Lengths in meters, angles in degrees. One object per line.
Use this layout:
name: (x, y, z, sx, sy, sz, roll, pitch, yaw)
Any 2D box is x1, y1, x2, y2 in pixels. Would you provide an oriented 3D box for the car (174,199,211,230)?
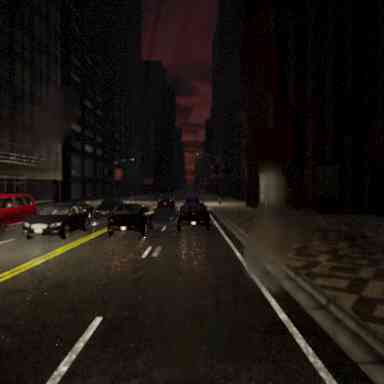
car: (0.087, 1.389, 20.170, 1.837, 1.490, 4.892, 0, 0, 0)

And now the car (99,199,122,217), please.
car: (-6.591, 1.349, 27.278, 1.837, 1.490, 4.892, 0, 0, 0)

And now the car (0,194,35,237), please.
car: (-9.841, 1.125, 16.772, 2.150, 2.045, 5.566, 0, 0, 0)

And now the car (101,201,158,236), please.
car: (-3.163, 1.403, 17.752, 1.837, 1.490, 4.892, 0, 0, 0)

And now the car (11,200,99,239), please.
car: (-6.595, 1.395, 16.737, 2.128, 1.511, 4.902, 0, 0, 0)

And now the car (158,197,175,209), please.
car: (-3.218, 1.325, 41.902, 1.994, 1.385, 4.181, 0, 0, 0)

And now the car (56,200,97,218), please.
car: (-9.836, 1.400, 28.684, 1.994, 1.385, 4.181, 0, 0, 0)

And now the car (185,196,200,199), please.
car: (0.074, 1.220, 45.124, 1.882, 1.535, 5.008, 0, 0, 0)
